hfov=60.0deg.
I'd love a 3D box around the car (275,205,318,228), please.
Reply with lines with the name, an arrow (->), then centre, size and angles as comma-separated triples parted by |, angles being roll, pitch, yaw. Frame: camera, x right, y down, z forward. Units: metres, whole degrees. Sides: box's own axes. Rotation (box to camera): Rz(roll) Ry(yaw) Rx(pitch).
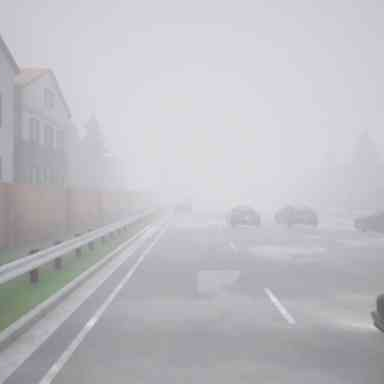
car -> 7.099, 1.609, 23.027 | 2.128, 1.511, 4.902 | 0, 0, 0

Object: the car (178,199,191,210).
car -> -1.051, 1.768, 47.468 | 1.812, 1.442, 4.674 | 0, 0, 0

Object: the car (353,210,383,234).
car -> 10.599, 1.636, 17.533 | 2.033, 1.411, 5.357 | 0, 0, 0

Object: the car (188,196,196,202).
car -> 0.000, 1.778, 86.086 | 2.128, 1.511, 4.902 | 0, 0, 0

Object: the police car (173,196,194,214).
police car -> -1.051, 1.617, 37.579 | 1.930, 1.638, 5.238 | 0, 0, 0

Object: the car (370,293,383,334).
car -> 3.599, 1.561, 2.534 | 2.033, 1.411, 5.357 | 0, 0, 0

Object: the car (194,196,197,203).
car -> 0.000, 1.675, 70.680 | 1.837, 1.490, 4.892 | 0, 0, 0

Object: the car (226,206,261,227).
car -> 3.598, 1.685, 23.789 | 1.994, 1.385, 4.181 | 0, 0, 0
